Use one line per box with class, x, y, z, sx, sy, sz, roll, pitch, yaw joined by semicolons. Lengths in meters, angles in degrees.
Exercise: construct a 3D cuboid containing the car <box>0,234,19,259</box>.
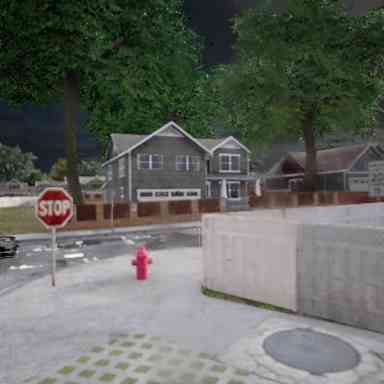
car;-8.305;1.663;10.108;5.357;1.411;2.033;-2;0;-24
